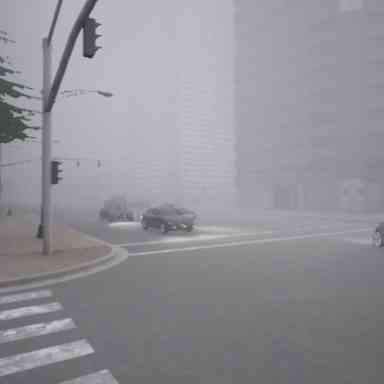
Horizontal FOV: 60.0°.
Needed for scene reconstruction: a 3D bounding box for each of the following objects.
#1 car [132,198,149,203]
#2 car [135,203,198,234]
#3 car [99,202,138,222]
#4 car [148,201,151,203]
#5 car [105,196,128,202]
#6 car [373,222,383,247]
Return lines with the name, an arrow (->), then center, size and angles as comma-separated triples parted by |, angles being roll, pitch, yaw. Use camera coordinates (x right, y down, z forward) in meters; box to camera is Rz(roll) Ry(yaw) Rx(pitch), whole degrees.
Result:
car -> -7.948, 1.726, 50.766 | 2.097, 1.767, 4.553 | 0, 0, -32
car -> -1.617, 1.686, 20.724 | 1.837, 1.490, 4.892 | 0, 0, -30
car -> -6.548, 1.807, 28.688 | 1.994, 1.385, 4.181 | 0, 0, -33
car -> -1.402, 1.708, 27.066 | 2.128, 1.511, 4.902 | 0, 0, -32
car -> -11.345, 1.600, 49.603 | 2.150, 2.045, 5.566 | 0, -1, -32
car -> 8.516, 1.583, 12.497 | 1.837, 1.490, 4.892 | 1, 0, 10
